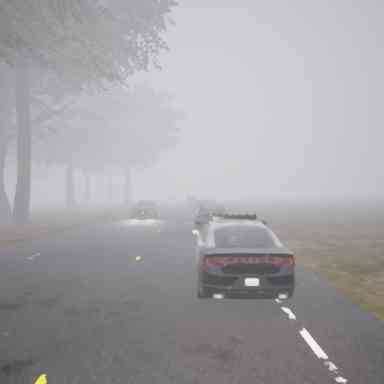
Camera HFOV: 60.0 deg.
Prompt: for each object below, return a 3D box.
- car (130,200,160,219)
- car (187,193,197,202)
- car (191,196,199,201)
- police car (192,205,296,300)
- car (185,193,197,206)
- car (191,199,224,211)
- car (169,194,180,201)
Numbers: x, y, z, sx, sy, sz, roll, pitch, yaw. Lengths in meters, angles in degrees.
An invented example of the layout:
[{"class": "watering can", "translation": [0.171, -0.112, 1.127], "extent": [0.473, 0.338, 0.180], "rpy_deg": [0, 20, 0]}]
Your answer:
[{"class": "car", "translation": [-3.613, 1.329, 26.311], "extent": [1.994, 1.385, 4.181], "rpy_deg": [0, 0, 0]}, {"class": "car", "translation": [-0.042, 1.003, 63.686], "extent": [1.882, 1.535, 5.008], "rpy_deg": [0, 0, 0]}, {"class": "car", "translation": [1.035, 1.288, 24.291], "extent": [1.837, 1.490, 4.892], "rpy_deg": [0, 0, 0]}, {"class": "police car", "translation": [1.047, 1.346, 8.396], "extent": [1.930, 1.638, 5.238], "rpy_deg": [0, 1, 0]}, {"class": "car", "translation": [-0.006, 1.165, 45.859], "extent": [2.033, 1.411, 5.357], "rpy_deg": [0, 0, 0]}, {"class": "car", "translation": [1.040, 1.339, 18.289], "extent": [1.837, 1.490, 4.892], "rpy_deg": [0, 0, 0]}, {"class": "car", "translation": [-3.550, 1.104, 67.950], "extent": [1.895, 1.301, 4.718], "rpy_deg": [0, 0, 0]}]
